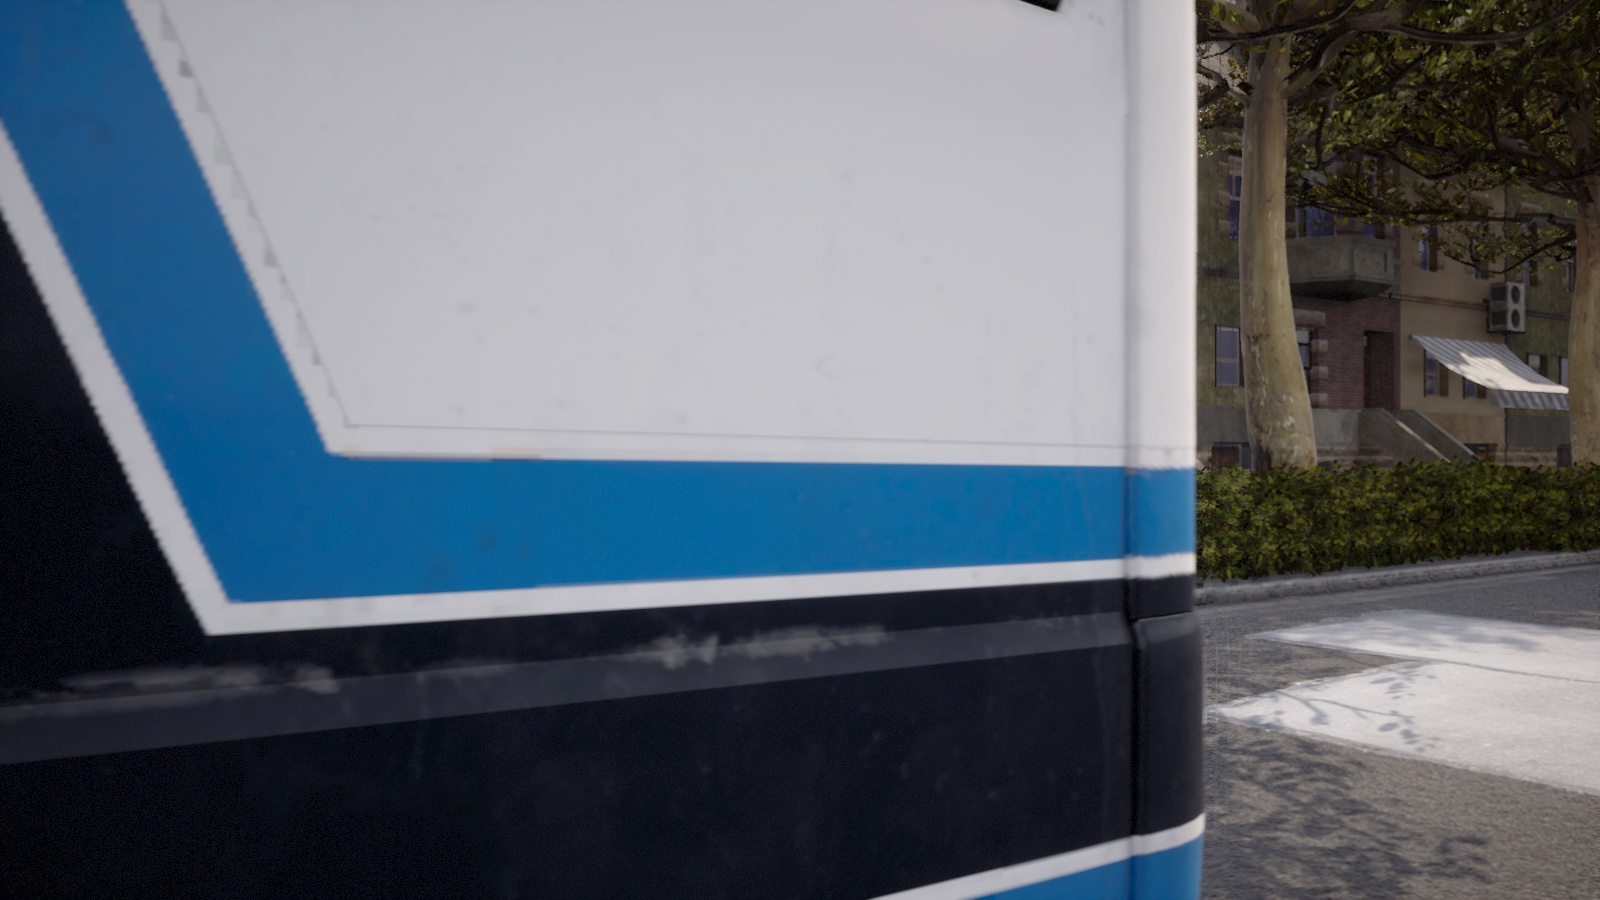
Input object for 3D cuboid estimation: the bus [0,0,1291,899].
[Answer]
[{"bbox_3d":[-4.667,-0.610,0.402,10.273,4.253,3.944,1,-1,-35],"label":"bus"}]
